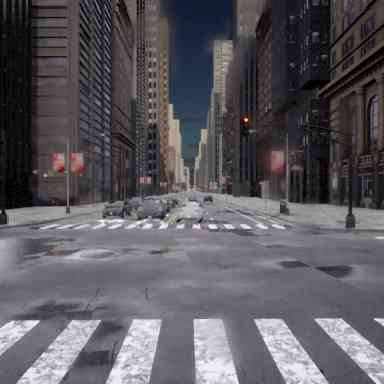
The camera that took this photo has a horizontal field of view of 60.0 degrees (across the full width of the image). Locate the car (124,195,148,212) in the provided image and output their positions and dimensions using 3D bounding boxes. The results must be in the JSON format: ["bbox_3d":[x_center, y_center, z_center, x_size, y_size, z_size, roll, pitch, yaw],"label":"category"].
[{"bbox_3d":[-6.595,1.325,39.730,2.097,1.767,4.553,0,0,0],"label":"car"}]

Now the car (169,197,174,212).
[{"bbox_3d":[-3.350,1.502,36.459,1.812,1.442,4.674,0,0,0],"label":"car"}]

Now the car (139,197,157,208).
[{"bbox_3d":[-6.586,1.509,50.027,2.033,1.411,5.357,0,0,0],"label":"car"}]

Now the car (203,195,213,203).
[{"bbox_3d":[3.353,1.424,69.902,1.837,1.490,4.892,0,0,0],"label":"car"}]

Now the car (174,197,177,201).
[{"bbox_3d":[-3.337,1.530,46.482,1.994,1.385,4.181,0,0,0],"label":"car"}]

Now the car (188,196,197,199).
[{"bbox_3d":[0.103,1.467,69.814,2.033,1.411,5.357,0,0,0],"label":"car"}]

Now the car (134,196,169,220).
[{"bbox_3d":[-3.289,1.336,27.675,2.097,1.767,4.553,0,0,-2],"label":"car"}]

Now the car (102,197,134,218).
[{"bbox_3d":[-6.599,1.487,29.576,1.837,1.490,4.892,0,0,0],"label":"car"}]

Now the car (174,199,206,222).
[{"bbox_3d":[-0.089,1.512,25.947,1.812,1.442,4.674,0,0,3],"label":"car"}]

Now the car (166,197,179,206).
[{"bbox_3d":[-3.311,1.551,56.499,1.895,1.301,4.718,0,0,0],"label":"car"}]
